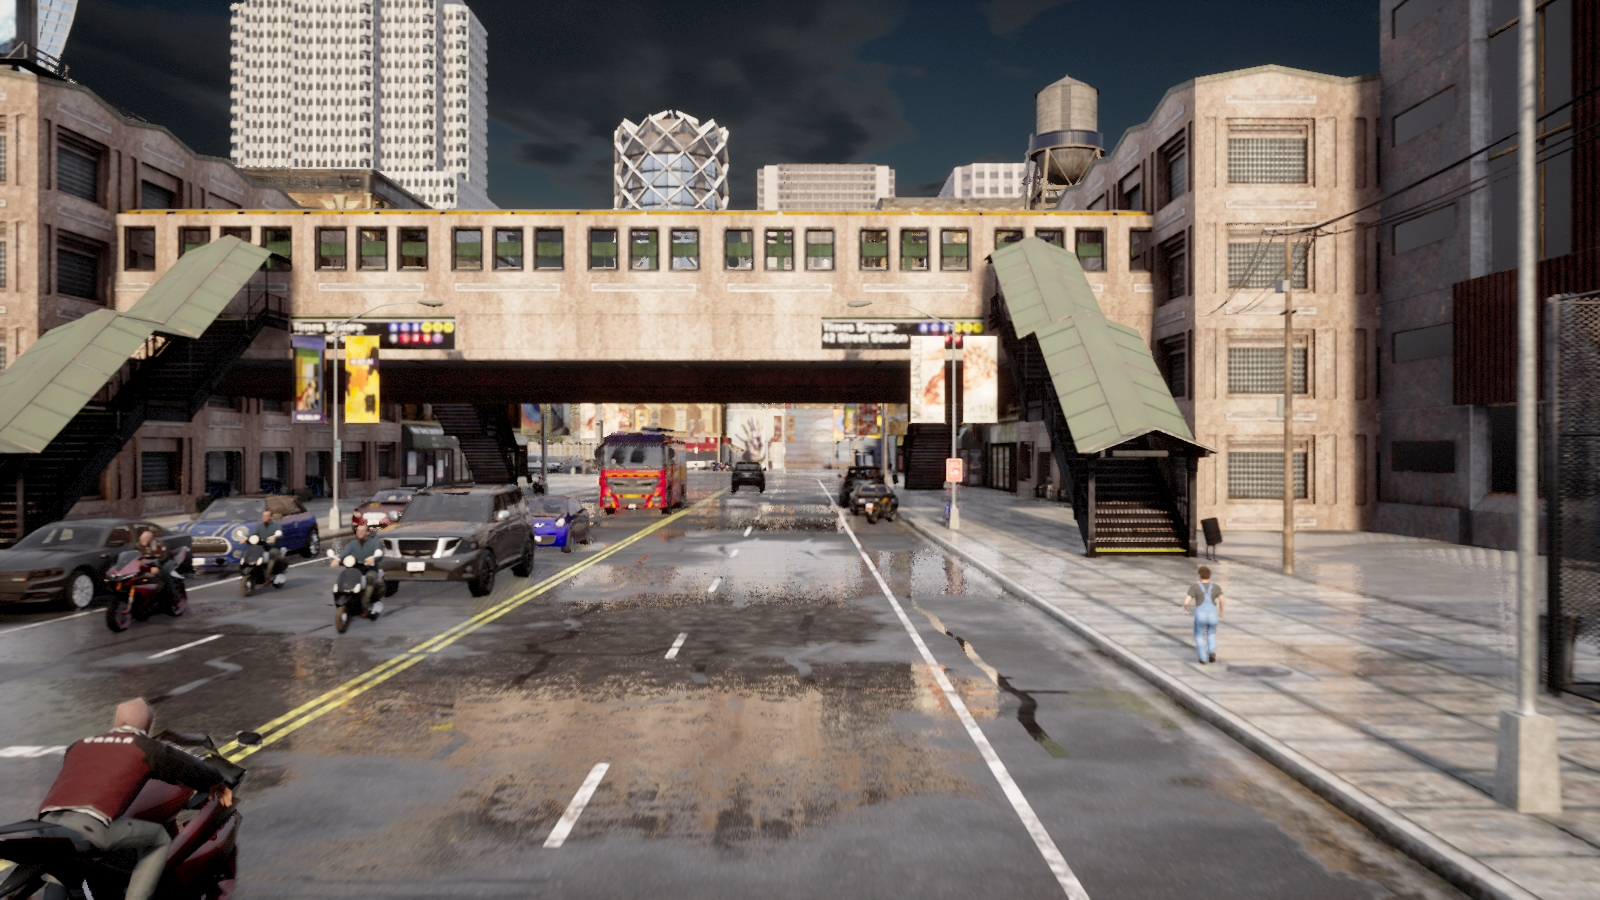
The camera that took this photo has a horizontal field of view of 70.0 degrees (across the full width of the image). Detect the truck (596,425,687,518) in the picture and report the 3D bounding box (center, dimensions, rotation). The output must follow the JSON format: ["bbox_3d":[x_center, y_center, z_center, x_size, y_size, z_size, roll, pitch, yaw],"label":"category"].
[{"bbox_3d":[-6.971,0.891,51.434,2.891,3.827,8.468,0,0,0],"label":"truck"}]

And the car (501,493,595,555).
[{"bbox_3d":[-7.029,2.038,32.224,1.845,1.501,3.633,0,0,0],"label":"car"}]

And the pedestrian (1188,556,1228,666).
[{"bbox_3d":[5.032,1.976,14.110,0.375,1.300,0.375,0,0,5],"label":"pedestrian"}]

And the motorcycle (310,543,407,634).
[{"bbox_3d":[-7.017,2.182,18.251,0.856,1.236,1.805,0,0,0],"label":"motorcycle"}]

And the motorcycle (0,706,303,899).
[{"bbox_3d":[-3.502,2.205,5.950,0.867,1.251,2.209,0,0,0],"label":"motorcycle"}]

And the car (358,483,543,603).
[{"bbox_3d":[-7.026,1.780,23.713,2.150,2.045,5.566,0,0,0],"label":"car"}]

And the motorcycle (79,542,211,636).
[{"bbox_3d":[-10.519,2.205,18.449,0.867,1.251,2.209,0,0,0],"label":"motorcycle"}]

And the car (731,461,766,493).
[{"bbox_3d":[-3.467,1.780,77.426,2.150,2.045,5.566,0,0,0],"label":"car"}]
